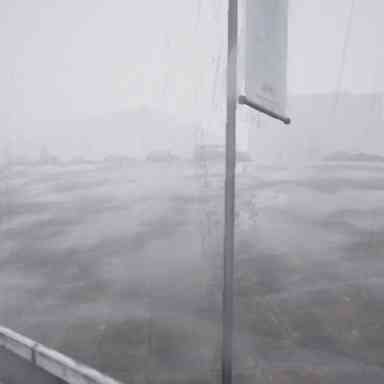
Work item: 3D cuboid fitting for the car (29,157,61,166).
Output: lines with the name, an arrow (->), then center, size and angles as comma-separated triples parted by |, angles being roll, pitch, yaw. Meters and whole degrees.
car -> -17.144, -3.531, 40.706 | 4.792, 1.488, 2.163 | 1, 1, 29

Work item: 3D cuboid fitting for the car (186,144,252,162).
car -> 2.734, -3.343, 30.861 | 5.566, 2.045, 2.435 | 2, 1, 25

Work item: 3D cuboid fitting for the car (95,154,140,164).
car -> -7.448, -3.358, 35.641 | 4.892, 1.521, 2.231 | 1, 1, 27

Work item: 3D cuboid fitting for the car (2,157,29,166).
car -> -22.137, -3.790, 43.506 | 4.553, 1.767, 2.185 | 1, 1, 31

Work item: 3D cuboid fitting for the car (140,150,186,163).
car -> -2.367, -3.362, 33.199 | 4.553, 1.767, 2.185 | 1, 1, 26

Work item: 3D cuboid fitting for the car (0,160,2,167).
car -> -26.892, -3.766, 46.321 | 5.008, 1.535, 2.097 | 1, 1, 32

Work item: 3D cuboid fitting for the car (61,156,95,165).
car -> -12.280, -3.420, 38.099 | 4.674, 1.452, 2.002 | 1, 1, 28

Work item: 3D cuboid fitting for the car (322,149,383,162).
car -> 12.917, -2.702, 26.617 | 4.674, 1.452, 2.002 | 2, 1, 22
